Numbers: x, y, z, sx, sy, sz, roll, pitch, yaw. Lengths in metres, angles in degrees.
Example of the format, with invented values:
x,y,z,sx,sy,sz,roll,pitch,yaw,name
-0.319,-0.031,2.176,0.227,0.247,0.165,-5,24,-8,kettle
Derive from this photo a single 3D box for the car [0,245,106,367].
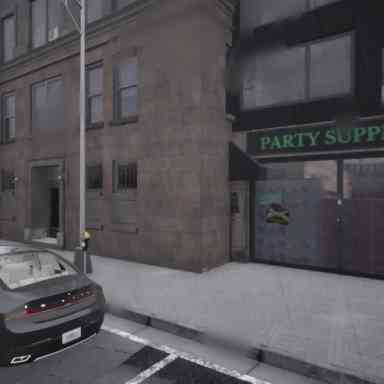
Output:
x,y,z,sx,sy,sz,roll,pitch,yaw,name
-3.273,1.551,5.413,4.403,1.369,2.008,0,0,36,car
